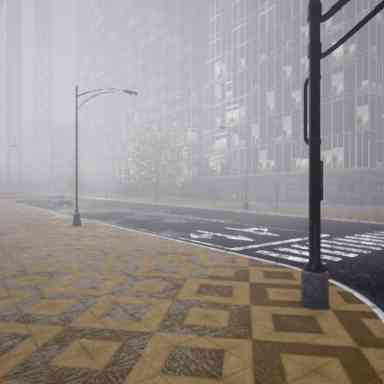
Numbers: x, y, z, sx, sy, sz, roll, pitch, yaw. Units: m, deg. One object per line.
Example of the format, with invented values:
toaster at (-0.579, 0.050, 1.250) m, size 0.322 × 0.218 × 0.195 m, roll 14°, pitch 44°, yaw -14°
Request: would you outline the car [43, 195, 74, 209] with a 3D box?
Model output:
car at (-13.728, 0.957, 34.244) m, size 1.895 × 1.301 × 4.718 m, roll 0°, pitch 1°, yaw -38°
